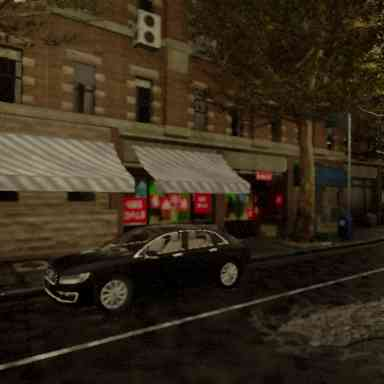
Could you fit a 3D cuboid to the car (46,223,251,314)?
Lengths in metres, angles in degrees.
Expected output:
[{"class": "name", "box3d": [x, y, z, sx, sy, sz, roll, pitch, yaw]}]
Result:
[{"class": "car", "box3d": [-0.759, 1.523, 7.792, 4.892, 1.521, 2.231, 1, 0, -36]}]
